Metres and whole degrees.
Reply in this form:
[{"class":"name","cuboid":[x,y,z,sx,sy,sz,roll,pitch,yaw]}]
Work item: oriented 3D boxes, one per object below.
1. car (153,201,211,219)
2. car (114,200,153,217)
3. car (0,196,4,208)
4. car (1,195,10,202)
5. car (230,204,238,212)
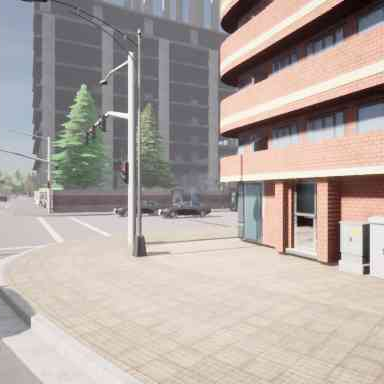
[{"class":"car","cuboid":[-0.631,1.547,29.835,4.902,1.511,2.128,0,0,-27]},{"class":"car","cuboid":[-4.933,1.547,31.598,4.902,1.511,2.128,0,0,-27]},{"class":"car","cuboid":[-27.336,1.600,45.520,1.895,1.301,4.718,0,0,-27]},{"class":"car","cuboid":[-42.393,1.500,74.969,1.837,1.490,4.892,0,0,-27]},{"class":"car","cuboid":[6.312,1.619,37.211,4.181,1.385,1.994,0,0,-26]}]
